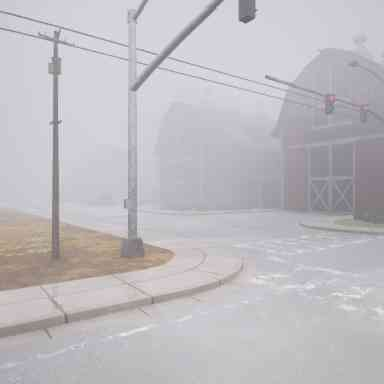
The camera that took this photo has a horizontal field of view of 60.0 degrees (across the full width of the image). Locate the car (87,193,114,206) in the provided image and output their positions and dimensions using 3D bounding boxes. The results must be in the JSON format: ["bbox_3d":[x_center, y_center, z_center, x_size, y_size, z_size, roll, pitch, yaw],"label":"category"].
[{"bbox_3d":[-13.828,1.118,50.596,3.866,1.878,1.905,-2,5,11],"label":"car"}]
